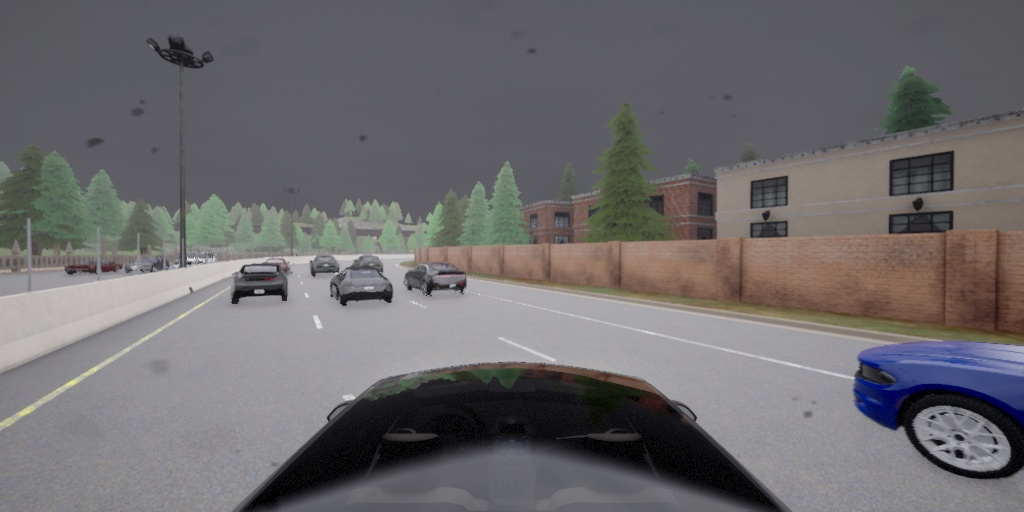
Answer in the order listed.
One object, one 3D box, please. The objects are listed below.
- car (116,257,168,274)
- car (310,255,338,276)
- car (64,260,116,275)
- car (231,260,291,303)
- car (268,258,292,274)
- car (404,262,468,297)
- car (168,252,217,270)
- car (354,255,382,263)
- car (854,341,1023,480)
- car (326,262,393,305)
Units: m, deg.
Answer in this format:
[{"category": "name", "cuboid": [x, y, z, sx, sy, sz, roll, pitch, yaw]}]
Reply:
[{"category": "car", "cuboid": [-33.639, 0.847, 33.197, 2.128, 1.511, 4.902, 0, 1, -26]}, {"category": "car", "cuboid": [-16.196, 0.740, 30.928, 2.097, 1.767, 4.553, 0, 1, -31]}, {"category": "car", "cuboid": [-36.767, 0.980, 31.627, 1.895, 1.301, 4.718, 0, 1, -26]}, {"category": "car", "cuboid": [-10.782, 1.074, 15.526, 1.837, 1.490, 4.892, 0, 0, -32]}, {"category": "car", "cuboid": [-19.856, 0.910, 30.219, 1.812, 1.442, 4.674, 0, 1, -31]}, {"category": "car", "cuboid": [-3.871, 1.056, 17.667, 2.128, 1.511, 4.902, 0, 1, -32]}, {"category": "car", "cuboid": [-30.485, 0.618, 34.712, 2.150, 2.045, 5.566, 0, 1, -26]}, {"category": "car", "cuboid": [-13.183, 0.728, 32.710, 2.097, 1.767, 4.553, 0, 1, -31]}, {"category": "car", "cuboid": [5.662, 1.235, 2.345, 1.882, 1.535, 5.008, 0, 1, -32]}, {"category": "car", "cuboid": [-6.428, 1.149, 15.154, 1.994, 1.385, 4.181, 0, 1, -32]}]
